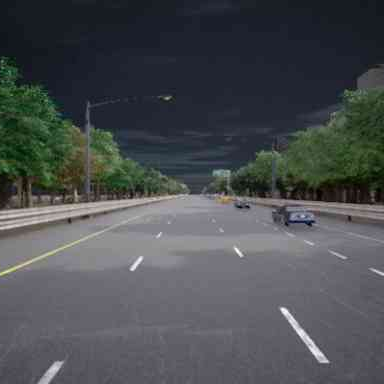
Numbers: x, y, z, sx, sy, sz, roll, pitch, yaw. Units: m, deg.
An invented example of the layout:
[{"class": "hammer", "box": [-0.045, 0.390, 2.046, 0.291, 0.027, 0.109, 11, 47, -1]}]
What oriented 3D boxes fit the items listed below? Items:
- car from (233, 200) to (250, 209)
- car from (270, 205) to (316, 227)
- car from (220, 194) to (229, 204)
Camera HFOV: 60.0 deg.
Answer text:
[{"class": "car", "box": [7.121, 1.801, 48.356, 1.895, 1.301, 4.718, 0, 0, 0]}, {"class": "car", "box": [7.026, 1.622, 23.583, 2.033, 1.411, 5.357, 0, 0, 0]}, {"class": "car", "box": [7.298, 1.829, 74.928, 1.882, 1.535, 5.008, 0, 0, 0]}]
